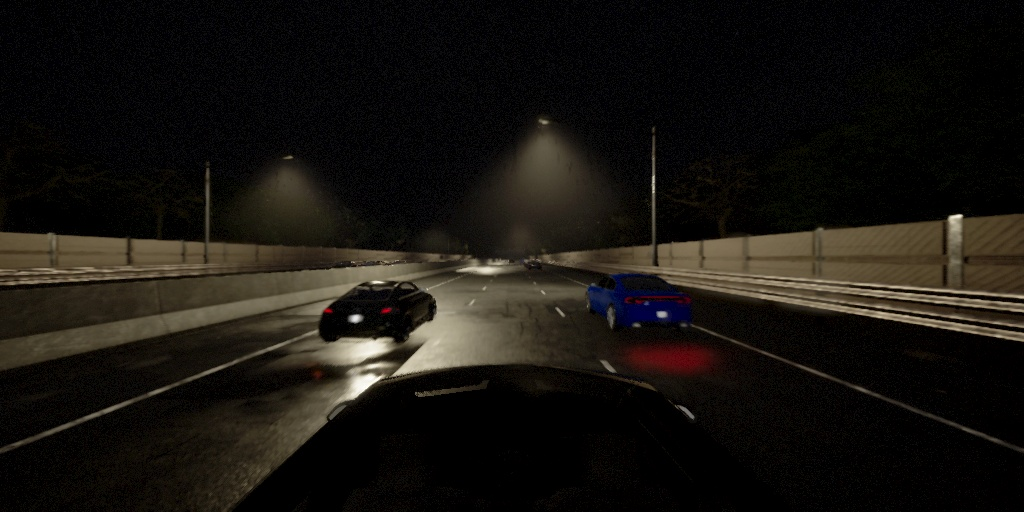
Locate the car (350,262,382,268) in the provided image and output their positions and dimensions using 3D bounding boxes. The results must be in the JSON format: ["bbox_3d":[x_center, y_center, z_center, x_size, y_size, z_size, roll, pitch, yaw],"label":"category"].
[{"bbox_3d":[-17.558,1.444,44.510,2.033,1.411,5.357,0,0,1],"label":"car"}]

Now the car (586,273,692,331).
[{"bbox_3d":[3.598,1.255,11.075,1.882,1.535,5.008,0,0,0],"label":"car"}]

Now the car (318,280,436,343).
[{"bbox_3d":[-3.402,1.338,9.805,1.994,1.385,4.181,0,0,0],"label":"car"}]

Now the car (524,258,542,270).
[{"bbox_3d":[3.492,1.442,55.265,2.163,1.488,4.792,0,0,0],"label":"car"}]

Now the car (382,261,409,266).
[{"bbox_3d":[-14.064,1.388,44.902,2.128,1.511,4.902,0,0,0],"label":"car"}]

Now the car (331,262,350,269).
[{"bbox_3d":[-21.054,1.463,45.236,1.994,1.385,4.181,0,0,1],"label":"car"}]
